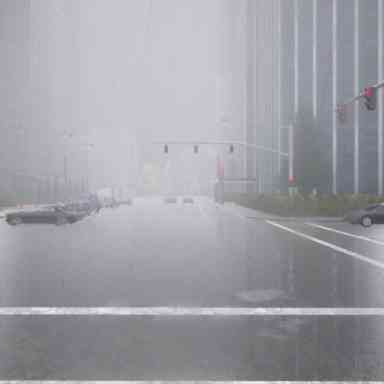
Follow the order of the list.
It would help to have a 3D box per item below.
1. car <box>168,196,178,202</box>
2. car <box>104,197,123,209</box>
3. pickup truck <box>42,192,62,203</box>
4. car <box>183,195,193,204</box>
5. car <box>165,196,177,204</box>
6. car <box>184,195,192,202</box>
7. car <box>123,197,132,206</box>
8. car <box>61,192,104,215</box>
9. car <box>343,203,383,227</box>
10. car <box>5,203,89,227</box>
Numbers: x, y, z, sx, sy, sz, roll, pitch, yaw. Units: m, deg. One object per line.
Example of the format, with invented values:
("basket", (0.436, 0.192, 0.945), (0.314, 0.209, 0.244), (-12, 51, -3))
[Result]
("car", (-4.350, 1.540, 75.301), (2.033, 1.411, 5.357), (0, 0, 0))
("car", (-11.176, 1.491, 44.677), (2.128, 1.511, 4.902), (0, 0, 0))
("pickup truck", (-24.342, 1.059, 60.073), (2.390, 2.098, 6.274), (0, 0, 30))
("car", (-0.766, 1.526, 65.381), (1.812, 1.442, 4.674), (0, 0, 0))
("car", (-4.156, 1.601, 64.322), (1.895, 1.301, 4.718), (0, 0, 0))
("car", (-0.854, 1.387, 75.632), (1.882, 1.535, 5.008), (0, 0, 0))
("car", (-11.256, 1.525, 55.832), (1.812, 1.442, 4.674), (0, 0, 0))
("car", (-11.101, 1.221, 34.272), (2.150, 2.045, 5.566), (0, 0, 0))
("car", (12.626, 1.505, 22.122), (4.892, 1.490, 1.837), (0, 0, 0))
("car", (-9.658, 1.601, 22.074), (4.718, 1.301, 1.895), (0, 0, 0))
